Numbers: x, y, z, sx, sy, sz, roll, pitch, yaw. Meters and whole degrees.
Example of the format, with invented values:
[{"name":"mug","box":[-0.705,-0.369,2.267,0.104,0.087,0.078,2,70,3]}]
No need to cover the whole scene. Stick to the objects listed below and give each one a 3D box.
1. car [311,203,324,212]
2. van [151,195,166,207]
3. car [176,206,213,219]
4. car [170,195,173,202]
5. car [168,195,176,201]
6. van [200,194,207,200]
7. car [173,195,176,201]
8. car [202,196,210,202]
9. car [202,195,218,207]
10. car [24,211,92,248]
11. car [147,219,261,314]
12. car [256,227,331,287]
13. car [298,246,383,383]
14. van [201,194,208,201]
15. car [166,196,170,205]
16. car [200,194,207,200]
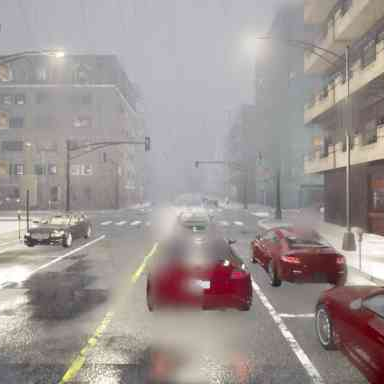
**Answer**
[{"name":"car","box":[15.599,1.518,36.878,4.507,1.381,1.887,0,-1,1]},{"name":"van","box":[-5.512,1.349,52.796,1.690,1.788,3.998,1,0,0]},{"name":"car","box":[0.125,1.604,16.544,1.895,1.301,4.718,0,0,0]},{"name":"car","box":[-5.350,1.448,64.129,1.967,1.590,4.097,1,0,0]},{"name":"car","box":[-5.175,1.554,86.811,1.887,1.381,4.507,1,0,0]},{"name":"van","box":[3.252,1.350,92.391,1.690,1.788,3.998,1,0,0]},{"name":"car","box":[-5.264,1.575,75.471,1.947,1.339,4.313,1,0,0]},{"name":"car","box":[3.116,1.590,75.381,1.802,1.307,4.206,1,0,0]},{"name":"car","box":[3.035,1.558,51.123,2.008,1.369,4.403,1,0,0]},{"name":"car","box":[-5.749,1.554,14.751,2.008,1.369,4.403,1,0,0]},{"name":"car","box":[0.117,1.566,7.726,1.994,1.385,4.181,0,0,-1]},{"name":"car","box":[2.680,1.584,9.001,1.802,1.307,4.206,1,0,0]},{"name":"car","box":[2.672,1.583,3.330,1.802,1.307,4.206,1,0,0]},{"name":"van","box":[3.208,1.349,86.721,1.690,1.788,3.998,1,0,0]},{"name":"car","box":[-5.396,1.574,58.459,1.947,1.339,4.313,1,0,0]},{"name":"car","box":[3.072,1.558,69.711,2.008,1.369,4.403,1,0,0]}]
